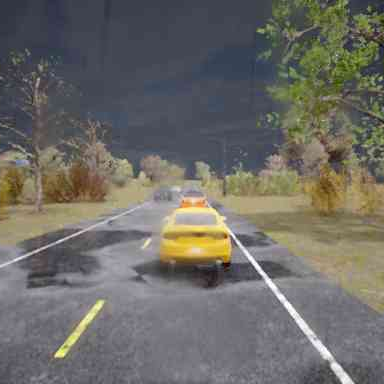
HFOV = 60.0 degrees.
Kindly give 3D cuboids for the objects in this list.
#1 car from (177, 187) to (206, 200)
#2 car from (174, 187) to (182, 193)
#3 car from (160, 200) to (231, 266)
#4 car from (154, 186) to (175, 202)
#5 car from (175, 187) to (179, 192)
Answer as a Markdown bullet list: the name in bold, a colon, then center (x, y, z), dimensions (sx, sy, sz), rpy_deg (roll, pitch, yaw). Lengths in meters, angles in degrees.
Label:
- **car**: center (0.124, 0.712, 27.479), dimensions (2.097, 1.767, 4.553), rpy_deg (0, 1, 0)
- **car**: center (-3.480, -0.591, 83.957), dimensions (1.994, 1.385, 4.181), rpy_deg (0, 1, 0)
- **car**: center (0.106, 1.228, 10.637), dimensions (1.882, 1.535, 5.008), rpy_deg (0, 1, 0)
- **car**: center (-3.628, 0.220, 42.597), dimensions (2.150, 2.045, 5.566), rpy_deg (0, 1, -1)
- **car**: center (-3.364, -0.504, 76.626), dimensions (1.812, 1.442, 4.674), rpy_deg (0, 1, -2)
